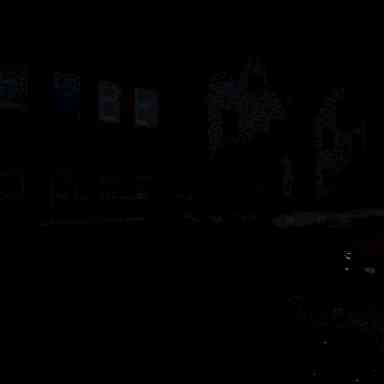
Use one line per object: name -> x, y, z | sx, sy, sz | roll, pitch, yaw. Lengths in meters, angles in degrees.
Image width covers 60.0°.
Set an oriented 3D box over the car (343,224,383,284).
car -> 6.005, 1.453, 8.857 | 5.008, 1.535, 1.882 | -1, 0, -35
